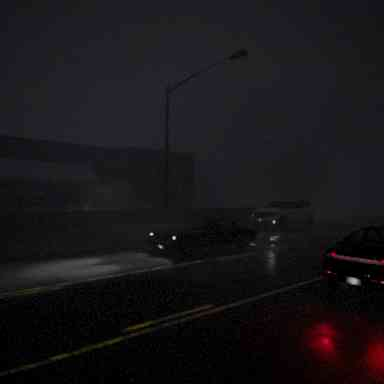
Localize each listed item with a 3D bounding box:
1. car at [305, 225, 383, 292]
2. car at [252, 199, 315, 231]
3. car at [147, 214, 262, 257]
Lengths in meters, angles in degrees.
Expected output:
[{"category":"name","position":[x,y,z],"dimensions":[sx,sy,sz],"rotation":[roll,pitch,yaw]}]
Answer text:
[{"category":"car","position":[5.118,1.610,8.260],"dimensions":[4.902,1.511,2.128],"rotation":[1,-1,-40]},{"category":"car","position":[6.530,1.505,23.450],"dimensions":[5.566,2.045,2.150],"rotation":[1,-1,-41]},{"category":"car","position":[0.532,1.743,13.741],"dimensions":[4.718,1.301,1.895],"rotation":[1,-1,-40]}]
